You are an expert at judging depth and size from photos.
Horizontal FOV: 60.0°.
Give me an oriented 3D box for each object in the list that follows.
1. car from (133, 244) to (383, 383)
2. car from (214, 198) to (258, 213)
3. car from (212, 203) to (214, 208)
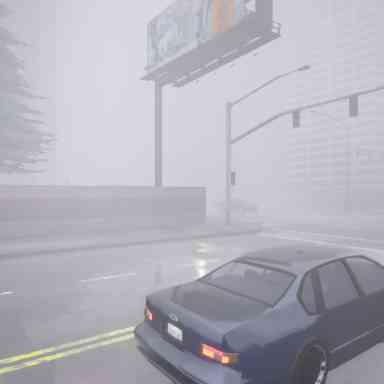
[{"bbox_3d":[1.832,1.547,5.069,5.357,1.411,2.033,0,0,-37],"label":"car"},{"bbox_3d":[5.092,1.477,36.865,1.882,1.535,5.008,0,0,-35],"label":"car"},{"bbox_3d":[4.538,1.563,44.071,1.994,1.385,4.181,0,0,-35],"label":"car"}]
